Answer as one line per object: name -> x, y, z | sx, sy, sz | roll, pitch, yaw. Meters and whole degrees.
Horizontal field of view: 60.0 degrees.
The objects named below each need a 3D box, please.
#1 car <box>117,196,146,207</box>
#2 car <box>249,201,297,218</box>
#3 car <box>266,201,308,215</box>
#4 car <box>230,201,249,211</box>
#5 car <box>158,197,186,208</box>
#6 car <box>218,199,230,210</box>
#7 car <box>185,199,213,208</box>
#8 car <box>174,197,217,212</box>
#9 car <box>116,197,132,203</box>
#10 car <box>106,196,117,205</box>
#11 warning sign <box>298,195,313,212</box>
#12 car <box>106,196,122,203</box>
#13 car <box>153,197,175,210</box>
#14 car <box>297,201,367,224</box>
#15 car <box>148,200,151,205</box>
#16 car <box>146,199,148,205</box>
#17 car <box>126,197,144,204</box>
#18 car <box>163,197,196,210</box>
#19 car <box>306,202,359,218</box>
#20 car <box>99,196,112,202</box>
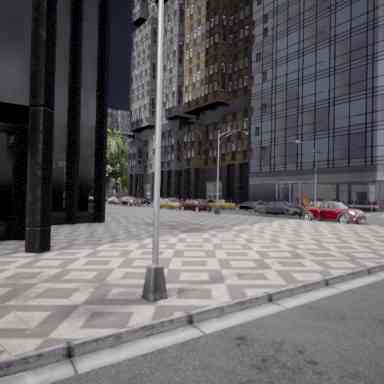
car -> -9.173, 1.387, 50.004 | 1.967, 1.590, 4.097 | 2, -1, -35
car -> 8.132, 1.550, 30.272 | 2.033, 1.411, 5.357 | 2, -1, -35
car -> 10.497, 1.741, 37.055 | 1.802, 1.307, 4.206 | 2, -1, -35
car -> 7.316, 1.728, 41.526 | 1.947, 1.339, 4.313 | 2, -1, -35
car -> -3.210, 1.591, 51.630 | 2.128, 1.511, 4.902 | 2, -1, -35
car -> 4.037, 1.691, 46.136 | 1.752, 1.417, 4.829 | 2, -1, -35
car -> 0.954, 1.720, 50.467 | 2.008, 1.369, 4.403 | 2, -1, -35
car -> 0.370, 1.483, 36.589 | 1.887, 1.381, 4.507 | 2, -1, -35
car -> -14.953, 1.738, 72.819 | 1.947, 1.339, 4.313 | 2, -1, -35
car -> -12.358, 1.530, 54.473 | 1.802, 1.307, 4.206 | 2, -1, -35
warning sign -> 12.855, 1.335, 37.739 | 1.300, 1.860, 1.060 | 2, -1, -35
car -> -18.232, 1.697, 77.429 | 1.752, 1.417, 4.829 | 2, -1, -35
car -> -2.713, 1.467, 40.922 | 1.752, 1.417, 4.829 | 2, -1, -35
car -> 9.900, 1.369, 23.203 | 1.967, 1.590, 4.097 | 2, -1, -36
car -> -5.409, 1.723, 59.408 | 2.008, 1.369, 4.403 | 2, -1, -35
car -> -9.296, 1.701, 60.105 | 1.895, 1.301, 4.718 | 2, -1, -35
car -> -11.772, 1.738, 68.349 | 1.947, 1.339, 4.313 | 2, -1, -35
car -> -1.767, 1.491, 44.217 | 1.882, 1.535, 5.008 | 2, -1, -35
car -> 13.679, 1.722, 32.585 | 1.947, 1.339, 4.313 | 2, -1, -35
car -> -21.316, 1.753, 81.760 | 1.802, 1.307, 4.206 | 2, -1, -35
